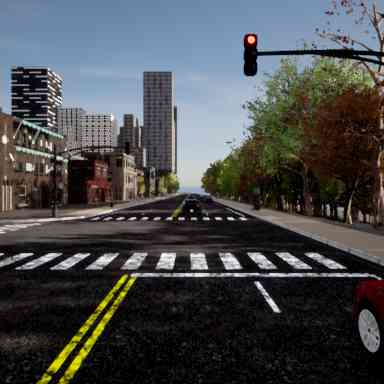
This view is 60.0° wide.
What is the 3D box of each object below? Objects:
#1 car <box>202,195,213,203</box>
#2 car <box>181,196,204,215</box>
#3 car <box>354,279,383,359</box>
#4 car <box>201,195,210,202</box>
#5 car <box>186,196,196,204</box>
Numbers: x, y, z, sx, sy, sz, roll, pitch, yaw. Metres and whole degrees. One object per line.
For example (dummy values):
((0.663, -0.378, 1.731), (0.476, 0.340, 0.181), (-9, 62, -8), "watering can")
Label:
((3.181, 1.522, 65.814), (2.033, 1.411, 5.357), (0, 0, 0), "car")
((-0.002, 1.495, 33.752), (1.837, 1.490, 4.892), (0, 0, 1), "car")
((3.342, 1.477, 2.948), (1.882, 1.535, 5.008), (0, 0, 0), "car")
((3.059, 1.469, 76.308), (1.837, 1.490, 4.892), (0, 0, 0), "car")
((-0.171, 1.501, 65.996), (1.812, 1.442, 4.674), (0, 0, 0), "car")
